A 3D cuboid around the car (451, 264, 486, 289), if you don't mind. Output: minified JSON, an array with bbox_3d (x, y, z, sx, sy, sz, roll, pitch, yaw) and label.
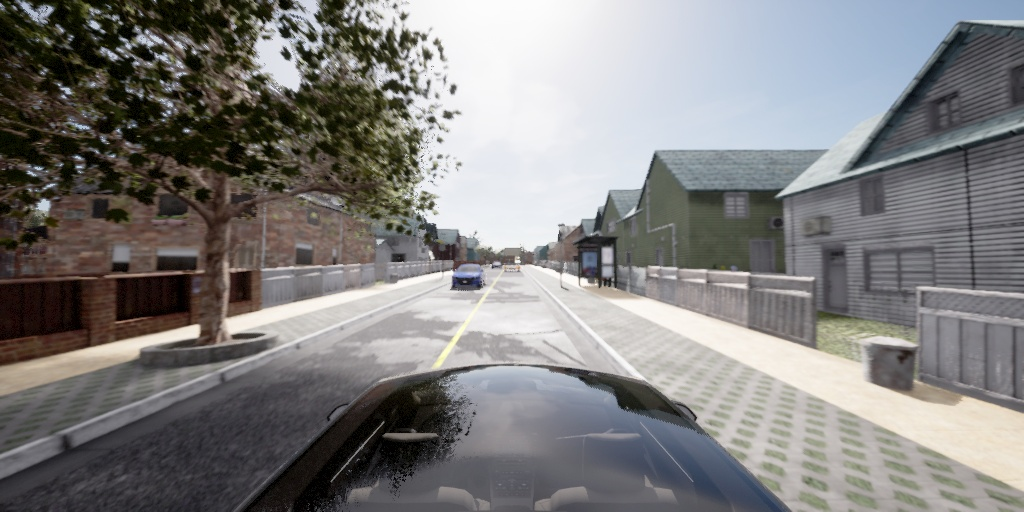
[{"bbox_3d":[-2.845,1.294,24.105,1.882,1.535,5.008,0,0,0],"label":"car"}]

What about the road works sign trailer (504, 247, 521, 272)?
[{"bbox_3d":[0.001,0.458,52.607,2.380,3.560,2.880,0,0,1],"label":"road works sign trailer"}]
